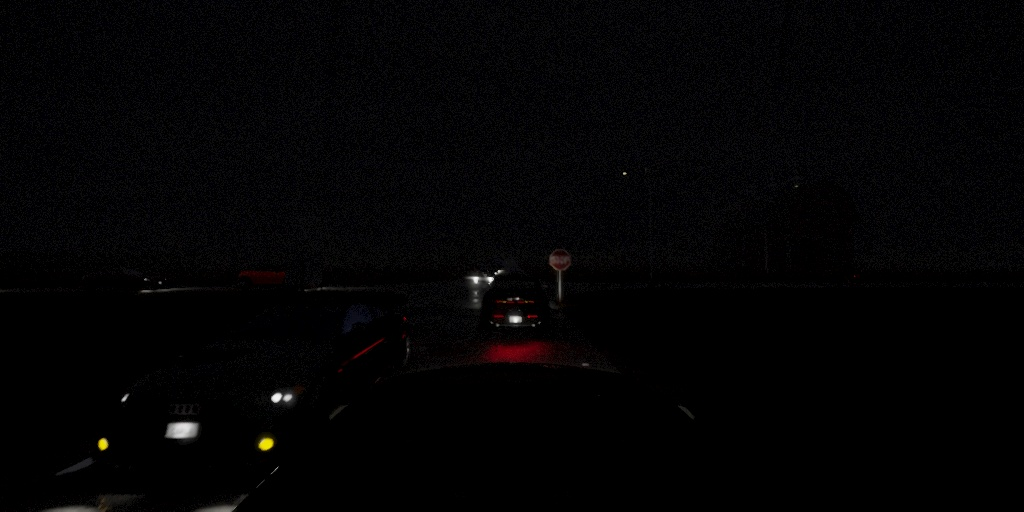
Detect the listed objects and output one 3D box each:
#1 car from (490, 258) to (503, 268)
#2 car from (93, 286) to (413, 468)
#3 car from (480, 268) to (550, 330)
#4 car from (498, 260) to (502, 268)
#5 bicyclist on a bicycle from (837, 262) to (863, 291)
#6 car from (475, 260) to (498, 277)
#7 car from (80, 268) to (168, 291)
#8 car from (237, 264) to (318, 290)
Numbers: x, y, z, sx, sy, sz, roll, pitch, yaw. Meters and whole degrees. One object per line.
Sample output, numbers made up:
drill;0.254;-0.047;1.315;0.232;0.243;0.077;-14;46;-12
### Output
car;-2.892;1.328;60.848;2.150;2.045;5.566;0;0;1
car;-2.852;1.333;5.095;1.994;1.385;4.181;0;0;0
car;0.090;1.311;11.300;1.837;1.490;4.892;0;0;0
car;-2.890;1.588;50.210;2.033;1.411;5.357;0;0;0
bicyclist on a bicycle;19.928;1.202;21.161;0.582;1.620;1.656;0;0;0
car;-2.934;1.478;39.602;1.837;1.490;4.892;0;0;1
car;-25.788;1.543;23.896;4.674;1.442;1.812;-1;-1;0
car;-15.484;1.289;23.923;4.553;1.767;2.097;0;-1;1
